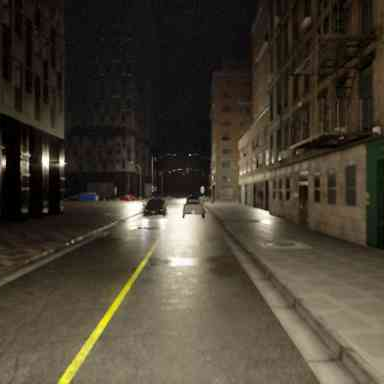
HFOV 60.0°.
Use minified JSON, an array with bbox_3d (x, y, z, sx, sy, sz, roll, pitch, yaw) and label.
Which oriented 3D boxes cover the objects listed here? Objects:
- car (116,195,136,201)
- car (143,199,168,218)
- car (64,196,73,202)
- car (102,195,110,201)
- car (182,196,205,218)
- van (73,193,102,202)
[{"bbox_3d":[-14.448,1.345,72.622,4.206,1.307,1.802,0,0,0],"label":"car"},{"bbox_3d":[-3.083,1.367,28.775,1.837,1.490,4.892,0,0,0],"label":"car"},{"bbox_3d":[-25.745,1.394,72.638,4.403,1.369,2.008,0,0,0],"label":"car"},{"bbox_3d":[-20.096,1.369,72.630,4.313,1.339,1.947,0,0,0],"label":"car"},{"bbox_3d":[0.114,1.388,28.728,1.812,1.442,4.674,0,0,0],"label":"car"},{"bbox_3d":[-20.100,1.112,64.105,3.998,1.788,1.690,0,0,0],"label":"van"}]
